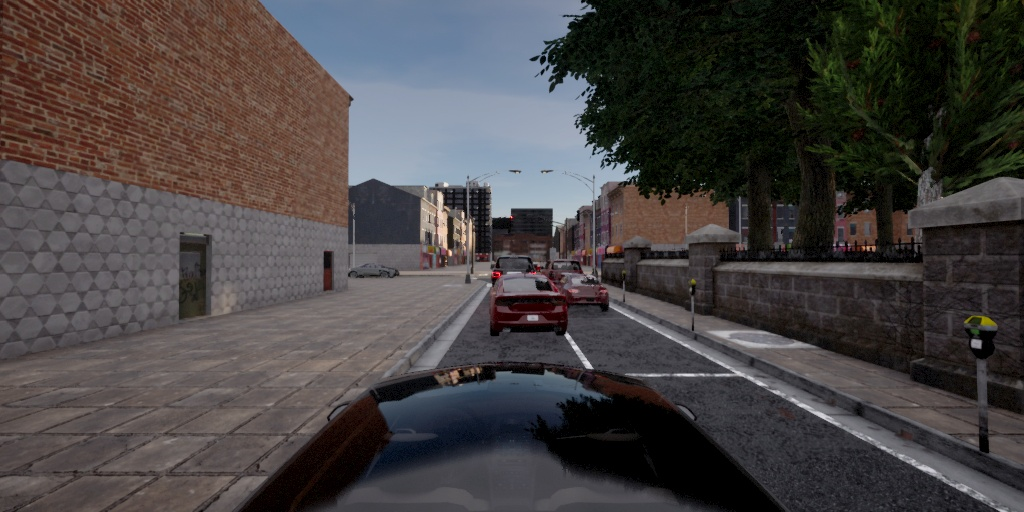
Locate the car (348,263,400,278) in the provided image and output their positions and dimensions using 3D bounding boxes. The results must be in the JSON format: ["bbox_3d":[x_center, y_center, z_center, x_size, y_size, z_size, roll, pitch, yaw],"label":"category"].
[{"bbox_3d":[-12.026,1.306,31.316,4.181,1.385,1.994,0,-1,0],"label":"car"}]

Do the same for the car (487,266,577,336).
[{"bbox_3d":[0.289,1.231,10.473,1.882,1.535,5.008,0,0,-4],"label":"car"}]

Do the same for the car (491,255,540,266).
[{"bbox_3d":[0.111,0.981,18.031,2.150,2.045,5.566,0,0,0],"label":"car"}]

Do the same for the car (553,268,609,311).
[{"bbox_3d":[2.660,1.338,14.273,1.802,1.307,4.207,0,0,0],"label":"car"}]

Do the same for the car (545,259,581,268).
[{"bbox_3d":[2.669,1.076,19.722,2.192,1.841,5.009,0,0,0],"label":"car"}]
